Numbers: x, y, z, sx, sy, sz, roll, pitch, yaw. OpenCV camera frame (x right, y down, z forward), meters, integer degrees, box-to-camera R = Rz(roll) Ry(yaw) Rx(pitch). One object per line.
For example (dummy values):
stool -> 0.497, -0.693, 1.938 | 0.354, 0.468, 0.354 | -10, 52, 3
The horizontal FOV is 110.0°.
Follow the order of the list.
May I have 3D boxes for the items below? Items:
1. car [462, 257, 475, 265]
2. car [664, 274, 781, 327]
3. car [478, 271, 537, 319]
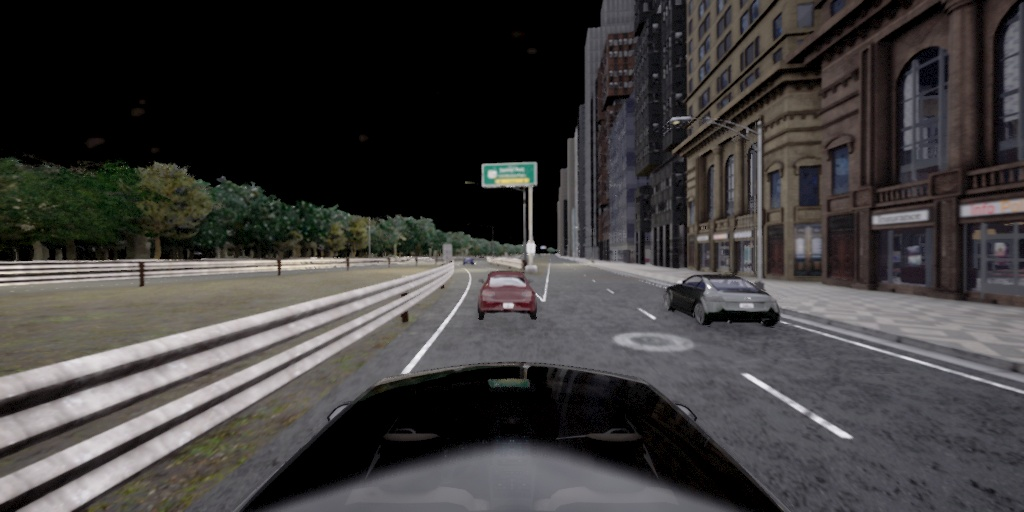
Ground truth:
car -> -7.820, 0.928, 64.347 | 1.812, 1.442, 4.674 | -1, 0, -9
car -> 6.304, 1.248, 11.295 | 1.994, 1.385, 4.181 | 0, 0, 6
car -> -0.207, 1.226, 12.463 | 1.812, 1.442, 4.674 | 1, 0, -3
